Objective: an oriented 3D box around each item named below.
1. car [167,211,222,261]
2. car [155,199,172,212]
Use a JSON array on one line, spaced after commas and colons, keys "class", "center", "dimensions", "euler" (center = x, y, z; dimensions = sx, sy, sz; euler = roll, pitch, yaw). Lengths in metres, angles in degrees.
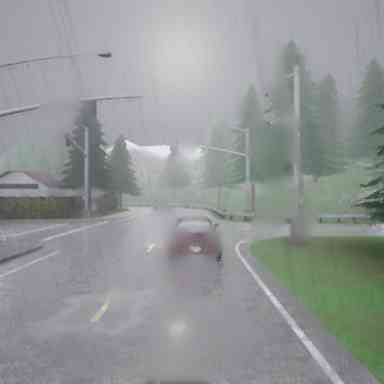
[{"class": "car", "center": [0.069, 1.629, 12.625], "dimensions": [1.812, 1.442, 4.674], "euler": [0, 0, -1]}, {"class": "car", "center": [-3.729, 1.709, 44.014], "dimensions": [2.097, 1.767, 4.553], "euler": [0, -1, -4]}]
